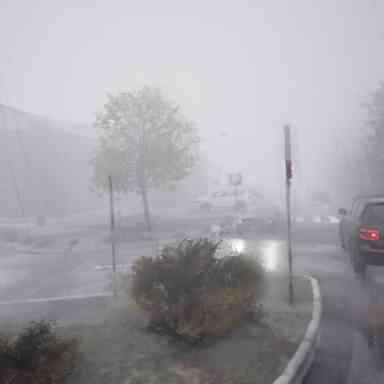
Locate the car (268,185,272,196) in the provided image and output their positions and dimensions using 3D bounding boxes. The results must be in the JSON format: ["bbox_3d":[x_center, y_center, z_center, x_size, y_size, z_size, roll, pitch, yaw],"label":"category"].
[{"bbox_3d":[10.128,0.245,54.829,4.553,1.767,2.185,-3,1,-3],"label":"car"}]

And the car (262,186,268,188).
[{"bbox_3d":[8.279,0.415,49.105,4.553,1.767,2.185,-3,1,-3],"label":"car"}]

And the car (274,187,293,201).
[{"bbox_3d":[13.303,0.449,47.306,2.033,1.411,5.357,-2,1,17],"label":"car"}]

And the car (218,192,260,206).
[{"bbox_3d":[5.648,0.831,40.501,4.674,1.452,2.002,-3,1,-3],"label":"car"}]

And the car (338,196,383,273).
[{"bbox_3d":[5.872,1.106,10.153,2.150,2.045,5.566,-2,1,19],"label":"car"}]

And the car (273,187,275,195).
[{"bbox_3d":[11.919,0.236,60.574,4.792,1.488,2.163,-3,0,-3],"label":"car"}]

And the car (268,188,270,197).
[{"bbox_3d":[9.209,0.496,51.970,4.674,1.452,2.002,-3,1,-3],"label":"car"}]

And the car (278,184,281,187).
[{"bbox_3d":[15.476,-0.362,72.040,5.566,2.045,2.435,-3,0,-3],"label":"car"}]

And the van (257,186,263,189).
[{"bbox_3d":[6.410,0.488,43.352,4.442,1.987,1.878,-3,1,-3],"label":"van"}]

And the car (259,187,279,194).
[{"bbox_3d":[19.928,-0.448,86.353,4.674,1.452,2.002,-3,0,-3],"label":"car"}]

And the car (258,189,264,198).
[{"bbox_3d":[4.952,0.863,37.637,5.366,1.575,1.946,-3,1,-3],"label":"car"}]

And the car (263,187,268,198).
[{"bbox_3d":[7.433,0.623,46.228,5.008,1.535,2.097,-3,1,-3],"label":"car"}]

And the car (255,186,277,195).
[{"bbox_3d":[17.218,-0.388,77.756,4.553,1.767,2.185,-3,0,-3],"label":"car"}]

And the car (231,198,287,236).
[{"bbox_3d":[3.720,1.319,17.334,1.812,1.442,4.674,-1,1,24],"label":"car"}]

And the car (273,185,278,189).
[{"bbox_3d":[12.800,-0.125,63.432,5.566,2.045,2.435,-3,0,-3],"label":"car"}]

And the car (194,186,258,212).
[{"bbox_3d":[2.964,0.794,31.869,5.566,2.045,2.435,-3,1,-3],"label":"car"}]

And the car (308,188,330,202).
[{"bbox_3d":[15.834,0.517,41.198,1.895,1.301,4.718,-2,1,17],"label":"car"}]

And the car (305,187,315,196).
[{"bbox_3d":[22.048,-0.189,61.578,1.882,1.535,5.008,-2,1,17],"label":"car"}]
